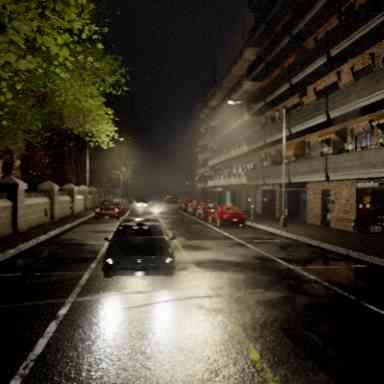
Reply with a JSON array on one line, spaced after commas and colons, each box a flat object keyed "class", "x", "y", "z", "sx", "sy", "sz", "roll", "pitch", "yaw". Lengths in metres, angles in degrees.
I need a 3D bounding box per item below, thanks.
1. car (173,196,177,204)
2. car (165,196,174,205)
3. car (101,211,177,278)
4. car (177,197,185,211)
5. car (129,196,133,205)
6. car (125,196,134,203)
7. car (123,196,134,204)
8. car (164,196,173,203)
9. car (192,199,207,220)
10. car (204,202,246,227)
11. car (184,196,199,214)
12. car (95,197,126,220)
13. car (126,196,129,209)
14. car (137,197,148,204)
[{"class": "car", "x": -0.993, "y": 1.509, "z": 45.200, "sx": 1.967, "sy": 1.590, "sz": 4.097, "roll": 0, "pitch": 0, "yaw": -9}, {"class": "car", "x": -3.506, "y": 1.520, "z": 61.902, "sx": 1.967, "sy": 1.590, "sz": 4.097, "roll": 0, "pitch": 0, "yaw": -9}, {"class": "car", "x": -1.617, "y": 1.544, "z": 10.441, "sx": 2.033, "sy": 1.411, "sz": 5.357, "roll": 1, "pitch": 0, "yaw": -8}, {"class": "car", "x": -0.155, "y": 1.382, "z": 39.631, "sx": 2.192, "sy": 1.841, "sz": 5.009, "roll": 0, "pitch": 0, "yaw": -9}, {"class": "car", "x": -9.280, "y": 1.526, "z": 43.952, "sx": 2.008, "sy": 1.369, "sz": 4.403, "roll": 0, "pitch": 0, "yaw": -9}, {"class": "car", "x": -13.443, "y": 1.524, "z": 71.623, "sx": 1.752, "sy": 1.417, "sz": 4.829, "roll": 0, "pitch": 0, "yaw": -9}, {"class": "car", "x": -12.631, "y": 1.543, "z": 66.223, "sx": 2.008, "sy": 1.369, "sz": 4.403, "roll": 0, "pitch": 0, "yaw": -9}, {"class": "car", "x": -5.208, "y": 1.618, "z": 73.207, "sx": 1.752, "sy": 1.417, "sz": 4.829, "roll": 0, "pitch": 0, "yaw": -9}, {"class": "car", "x": 1.518, "y": 1.607, "z": 28.497, "sx": 1.887, "sy": 1.381, "sz": 4.507, "roll": 0, "pitch": 0, "yaw": -9}, {"class": "car", "x": 2.356, "y": 1.606, "z": 22.929, "sx": 1.887, "sy": 1.381, "sz": 4.507, "roll": 0, "pitch": 0, "yaw": -9}, {"class": "car", "x": 0.682, "y": 1.505, "z": 34.064, "sx": 1.967, "sy": 1.590, "sz": 4.097, "roll": 0, "pitch": 0, "yaw": -9}, {"class": "car", "x": -6.768, "y": 1.409, "z": 27.250, "sx": 1.967, "sy": 1.590, "sz": 4.097, "roll": 0, "pitch": 0, "yaw": -9}, {"class": "car", "x": -7.605, "y": 1.411, "z": 32.816, "sx": 1.967, "sy": 1.590, "sz": 4.097, "roll": 0, "pitch": 0, "yaw": -9}, {"class": "car", "x": -9.315, "y": 1.582, "z": 62.251, "sx": 1.994, "sy": 1.385, "sz": 4.181, "roll": 1, "pitch": 0, "yaw": -9}]
